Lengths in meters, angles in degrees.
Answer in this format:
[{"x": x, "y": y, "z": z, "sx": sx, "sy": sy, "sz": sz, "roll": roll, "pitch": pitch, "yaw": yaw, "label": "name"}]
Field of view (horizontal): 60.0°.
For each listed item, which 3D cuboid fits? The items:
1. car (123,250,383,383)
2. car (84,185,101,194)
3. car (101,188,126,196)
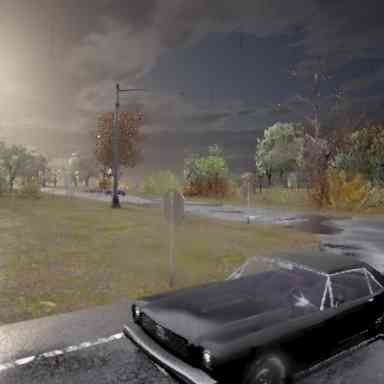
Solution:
[{"x": 1.465, "y": 1.633, "z": 4.910, "sx": 4.718, "sy": 1.301, "sz": 1.895, "roll": 0, "pitch": 0, "yaw": -35, "label": "car"}, {"x": -17.800, "y": -0.476, "z": 59.750, "sx": 2.128, "sy": 1.511, "sz": 4.902, "roll": 0, "pitch": 2, "yaw": -36, "label": "car"}, {"x": -11.989, "y": -0.046, "z": 51.648, "sx": 1.895, "sy": 1.301, "sz": 4.718, "roll": 0, "pitch": 2, "yaw": -36, "label": "car"}]
